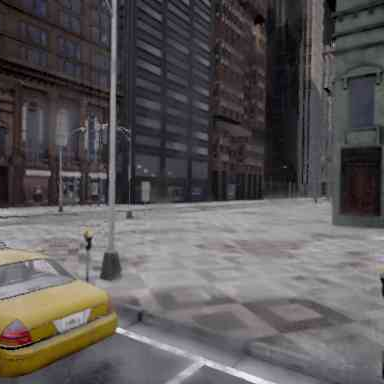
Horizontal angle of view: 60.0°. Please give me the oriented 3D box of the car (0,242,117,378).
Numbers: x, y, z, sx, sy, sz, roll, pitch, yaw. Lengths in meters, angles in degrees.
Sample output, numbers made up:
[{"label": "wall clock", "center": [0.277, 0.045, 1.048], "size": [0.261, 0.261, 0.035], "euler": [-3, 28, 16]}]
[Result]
[{"label": "car", "center": [-3.297, 1.481, 5.306], "size": [4.829, 1.417, 1.752], "euler": [1, 1, 36]}]
